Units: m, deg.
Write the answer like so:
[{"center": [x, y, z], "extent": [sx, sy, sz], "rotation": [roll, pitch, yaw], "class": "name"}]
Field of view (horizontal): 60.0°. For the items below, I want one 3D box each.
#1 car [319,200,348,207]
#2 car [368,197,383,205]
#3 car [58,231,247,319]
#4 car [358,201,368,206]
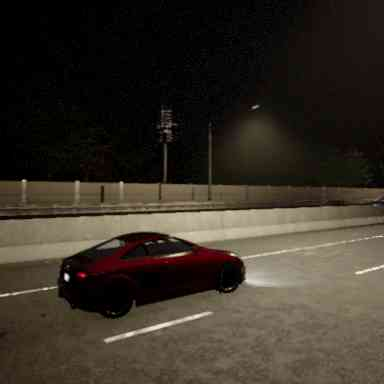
[{"center": [18.415, 1.745, 43.058], "extent": [4.674, 1.442, 1.812], "rotation": [0, 0, -35], "class": "car"}, {"center": [22.611, 1.416, 37.462], "extent": [5.566, 2.045, 2.150], "rotation": [1, -1, -36], "class": "car"}, {"center": [-0.752, 1.598, 7.513], "extent": [4.181, 1.385, 1.994], "rotation": [0, 0, -36], "class": "car"}, {"center": [22.914, 1.765, 41.973], "extent": [5.357, 1.411, 2.033], "rotation": [0, 0, -35], "class": "car"}]
